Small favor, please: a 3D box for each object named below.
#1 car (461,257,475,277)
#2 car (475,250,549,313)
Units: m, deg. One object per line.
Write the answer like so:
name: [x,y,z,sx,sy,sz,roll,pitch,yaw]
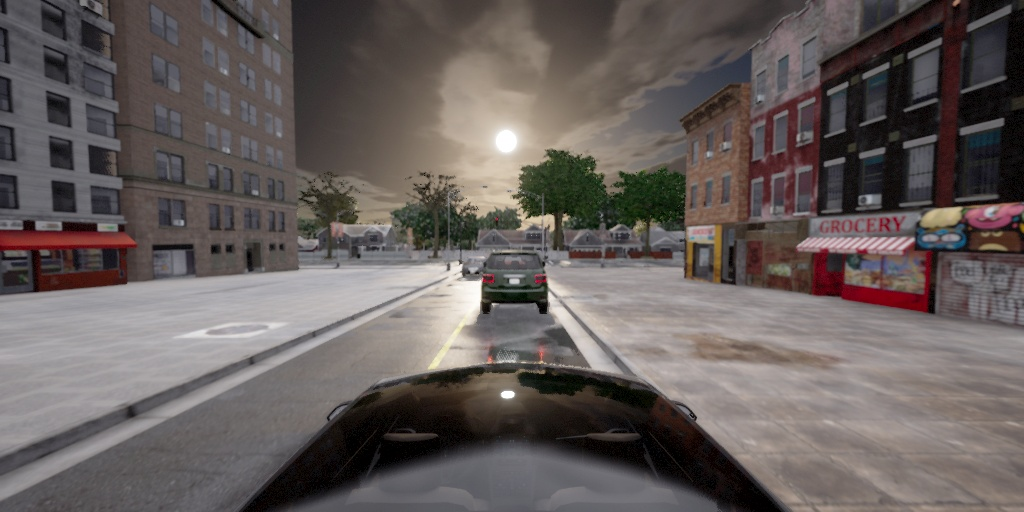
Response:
car: [-2.838,0.816,28.417,2.128,1.511,4.902,0,1,0]
car: [0.085,0.792,13.207,2.150,2.045,5.566,0,1,0]
